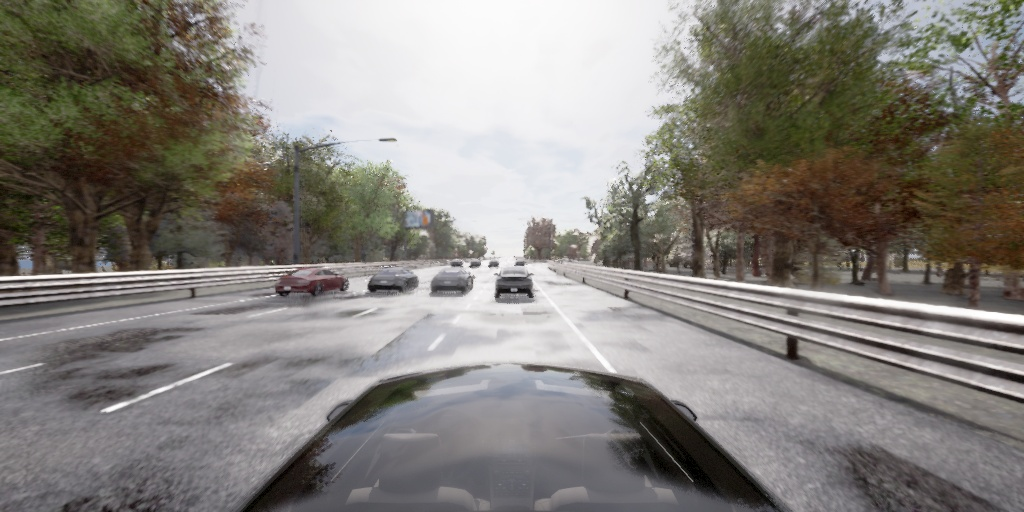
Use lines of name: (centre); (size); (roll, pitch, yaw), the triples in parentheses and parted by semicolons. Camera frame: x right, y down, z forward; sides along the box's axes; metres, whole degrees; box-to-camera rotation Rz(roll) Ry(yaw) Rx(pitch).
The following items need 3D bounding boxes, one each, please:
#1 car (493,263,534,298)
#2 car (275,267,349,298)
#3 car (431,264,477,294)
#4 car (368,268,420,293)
car: (0.097, 1.306, 18.980); (1.837, 1.490, 4.892); (0, 0, 0)
car: (-10.401, 1.324, 18.907); (1.812, 1.442, 4.674); (0, 0, 0)
car: (-3.402, 1.369, 20.956); (1.994, 1.385, 4.181); (0, 0, 0)
car: (-6.904, 1.370, 21.325); (1.994, 1.385, 4.181); (0, 0, 0)
